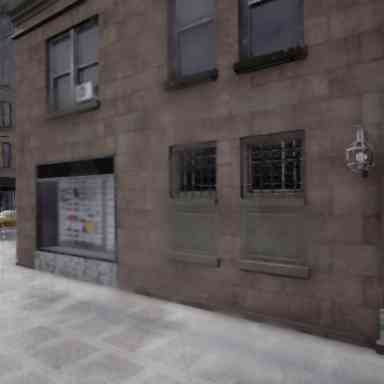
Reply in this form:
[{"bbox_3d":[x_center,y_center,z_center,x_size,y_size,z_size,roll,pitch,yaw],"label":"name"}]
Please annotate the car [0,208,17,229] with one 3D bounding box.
[{"bbox_3d":[-12.096,1.781,22.496,1.752,1.417,4.829,-1,-1,36],"label":"car"}]
